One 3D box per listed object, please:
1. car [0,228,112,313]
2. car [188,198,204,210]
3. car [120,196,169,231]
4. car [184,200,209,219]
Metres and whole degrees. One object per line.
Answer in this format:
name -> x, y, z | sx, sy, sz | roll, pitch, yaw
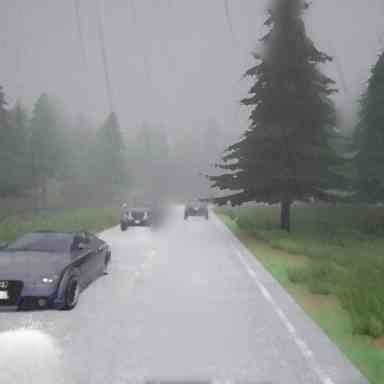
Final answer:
car -> -3.230, 1.563, 7.640 | 1.994, 1.385, 4.181 | 0, 0, 1
car -> 0.655, 1.633, 46.229 | 2.128, 1.511, 4.902 | 0, 0, 2
car -> -2.971, 1.301, 21.064 | 2.150, 2.045, 5.566 | 0, 0, 1
car -> 0.400, 1.443, 30.042 | 2.097, 1.767, 4.553 | 0, 0, 1
